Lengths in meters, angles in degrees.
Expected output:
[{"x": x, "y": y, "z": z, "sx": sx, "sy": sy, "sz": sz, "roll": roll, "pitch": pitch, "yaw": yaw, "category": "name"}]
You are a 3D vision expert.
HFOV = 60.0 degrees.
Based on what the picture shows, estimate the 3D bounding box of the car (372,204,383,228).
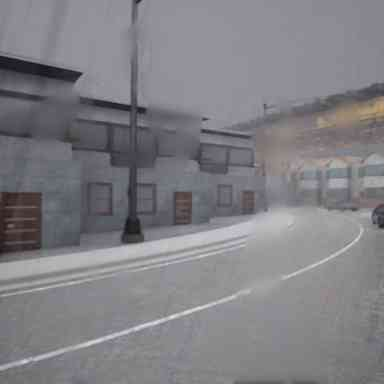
[{"x": 12.334, "y": 1.462, "z": 20.534, "sx": 2.033, "sy": 1.411, "sz": 5.357, "roll": 0, "pitch": 0, "yaw": 23, "category": "car"}]

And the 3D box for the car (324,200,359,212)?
[{"x": 18.844, "y": 1.728, "z": 42.110, "sx": 2.033, "sy": 1.411, "sz": 5.357, "roll": 1, "pitch": -1, "yaw": -6, "category": "car"}]
